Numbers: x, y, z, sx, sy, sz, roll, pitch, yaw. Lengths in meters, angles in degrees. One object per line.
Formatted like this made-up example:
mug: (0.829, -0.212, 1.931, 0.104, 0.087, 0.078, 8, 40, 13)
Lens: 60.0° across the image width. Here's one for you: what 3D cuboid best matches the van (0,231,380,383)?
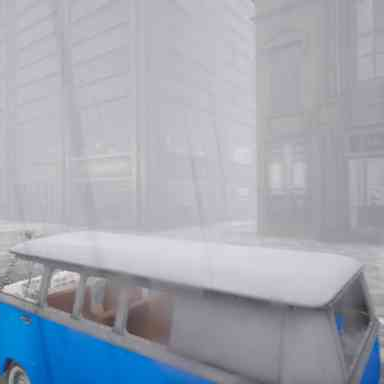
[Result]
van: (-0.374, 1.362, 3.229, 3.998, 1.788, 1.690, -1, 0, 35)
